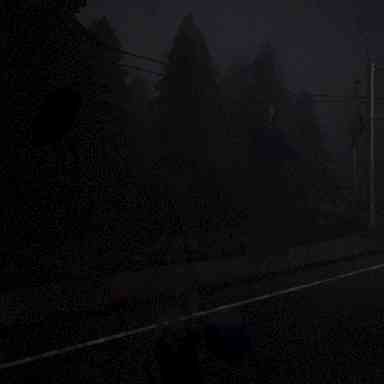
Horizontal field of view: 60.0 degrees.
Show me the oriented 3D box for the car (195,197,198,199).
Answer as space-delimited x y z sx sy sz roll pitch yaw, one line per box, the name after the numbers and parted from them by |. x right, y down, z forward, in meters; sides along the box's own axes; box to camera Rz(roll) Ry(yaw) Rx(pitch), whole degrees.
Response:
-0.118 1.601 65.234 4.718 1.301 1.895 0 0 27 | car

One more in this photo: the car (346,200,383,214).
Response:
17.937 1.547 33.964 2.033 1.411 5.357 0 0 -7 | car

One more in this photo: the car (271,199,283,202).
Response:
12.125 1.564 48.773 1.994 1.385 4.181 0 0 -37 | car
